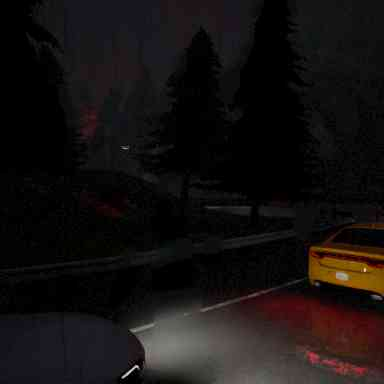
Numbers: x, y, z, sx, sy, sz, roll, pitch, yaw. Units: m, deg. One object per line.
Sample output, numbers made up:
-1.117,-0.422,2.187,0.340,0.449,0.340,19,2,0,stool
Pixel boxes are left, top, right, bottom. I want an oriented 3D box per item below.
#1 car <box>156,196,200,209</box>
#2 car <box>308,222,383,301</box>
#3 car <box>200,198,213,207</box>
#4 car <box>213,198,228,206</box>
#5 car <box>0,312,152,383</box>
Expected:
-2.050,1.509,47.432,5.357,1.411,2.033,0,0,35,car
4.749,1.478,8.075,5.008,1.535,1.882,0,0,-42,car
-0.056,1.509,50.310,5.357,1.411,2.033,0,0,35,car
3.279,1.569,52.268,4.718,1.301,1.895,0,0,34,car
-2.523,1.526,2.208,4.674,1.442,1.812,0,0,-36,car
